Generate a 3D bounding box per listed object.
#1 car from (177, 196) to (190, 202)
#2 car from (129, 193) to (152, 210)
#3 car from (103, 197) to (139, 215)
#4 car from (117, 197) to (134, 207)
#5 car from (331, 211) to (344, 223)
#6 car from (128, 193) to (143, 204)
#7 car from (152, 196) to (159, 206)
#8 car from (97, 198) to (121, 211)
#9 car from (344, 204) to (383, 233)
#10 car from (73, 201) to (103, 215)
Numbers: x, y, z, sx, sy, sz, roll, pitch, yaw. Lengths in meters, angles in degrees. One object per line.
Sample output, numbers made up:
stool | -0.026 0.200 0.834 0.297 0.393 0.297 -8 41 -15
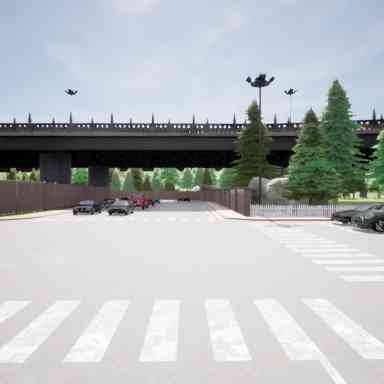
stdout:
car | -1.908 1.553 75.231 1.994 1.385 4.181 0 0 -19
car | -7.045 1.221 43.767 2.150 2.045 5.566 0 0 0
car | -7.043 1.547 33.593 2.033 1.411 5.357 0 0 0
car | -10.540 1.526 52.765 1.812 1.442 4.674 0 0 0
car | 12.235 1.492 22.219 5.357 1.411 2.033 0 0 2
car | -10.690 1.221 63.473 2.150 2.045 5.566 0 0 -3
car | -7.046 1.564 53.775 1.994 1.385 4.181 0 0 0
car | -10.544 1.526 42.585 1.812 1.442 4.674 0 0 0
car | 11.481 1.297 18.704 4.553 1.767 2.097 0 0 2
car | -10.569 1.564 33.870 1.994 1.385 4.181 0 0 0
